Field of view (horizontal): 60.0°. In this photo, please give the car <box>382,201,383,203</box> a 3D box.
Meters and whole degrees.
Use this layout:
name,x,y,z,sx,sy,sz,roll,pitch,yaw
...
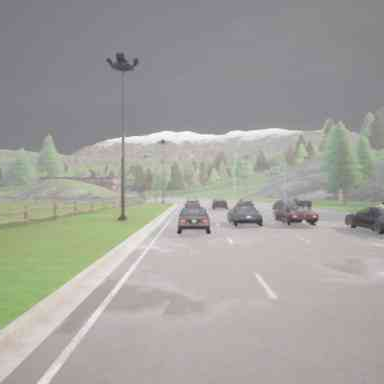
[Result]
name,x,y,z,sx,sy,sz,roll,pitch,yaw
car,14.103,1.197,21.784,2.150,2.045,5.566,0,-1,0

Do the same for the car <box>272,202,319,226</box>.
name,x,y,z,sx,sy,sz,roll,pitch,yaw
car,7.105,1.583,23.276,1.895,1.301,4.718,0,0,0

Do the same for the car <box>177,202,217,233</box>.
name,x,y,z,sx,sy,sz,roll,pitch,yaw
car,0.104,1.532,19.433,2.033,1.411,5.357,0,0,0

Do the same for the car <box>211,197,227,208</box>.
name,x,y,z,sx,sy,sz,roll,pitch,yaw
car,3.580,1.444,43.874,1.882,1.535,5.008,0,0,0

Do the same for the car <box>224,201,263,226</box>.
name,x,y,z,sx,sy,sz,roll,pitch,yaw
car,3.604,1.546,23.146,1.994,1.385,4.181,0,0,0

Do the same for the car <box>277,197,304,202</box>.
name,x,y,z,sx,sy,sz,roll,pitch,yaw
car,10.532,1.518,37.718,2.033,1.411,5.357,0,0,0

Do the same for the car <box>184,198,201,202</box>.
name,x,y,z,sx,sy,sz,roll,pitch,yaw
car,0.057,1.462,40.365,2.128,1.511,4.902,0,0,1

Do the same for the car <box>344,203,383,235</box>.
name,x,y,z,sx,sy,sz,roll,pitch,yaw
car,10.603,1.532,18.749,2.033,1.411,5.357,0,0,0

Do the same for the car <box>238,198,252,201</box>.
name,x,y,z,sx,sy,sz,roll,pitch,yaw
car,7.077,1.492,43.958,1.812,1.442,4.674,0,0,0

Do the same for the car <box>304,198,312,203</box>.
name,x,y,z,sx,sy,sz,roll,pitch,yaw
car,14.076,1.444,43.487,1.882,1.535,5.008,0,0,0
